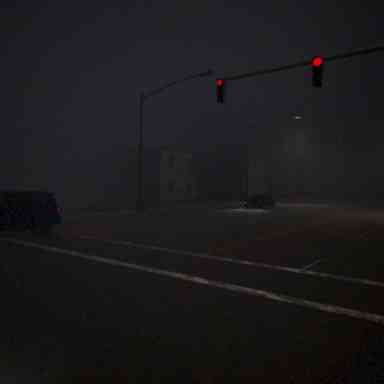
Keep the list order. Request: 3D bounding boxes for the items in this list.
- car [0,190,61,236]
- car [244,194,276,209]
[{"bbox_3d":[-8.485,0.950,14.346,2.150,2.045,5.566,1,0,37],"label":"car"},{"bbox_3d":[7.314,0.984,35.395,1.837,1.490,4.892,1,2,37],"label":"car"}]
